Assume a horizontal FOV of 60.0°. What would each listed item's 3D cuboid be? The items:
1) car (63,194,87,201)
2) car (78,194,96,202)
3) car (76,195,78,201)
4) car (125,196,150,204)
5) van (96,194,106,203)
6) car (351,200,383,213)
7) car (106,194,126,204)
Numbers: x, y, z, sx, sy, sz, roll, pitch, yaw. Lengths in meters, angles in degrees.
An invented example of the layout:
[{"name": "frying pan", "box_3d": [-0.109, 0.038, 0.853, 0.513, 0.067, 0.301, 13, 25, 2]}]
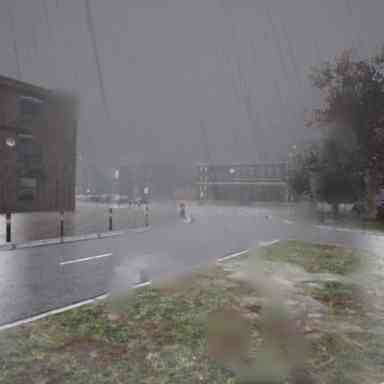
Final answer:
[{"name": "car", "box_3d": [-26.840, 1.327, 76.271, 2.231, 1.521, 4.892, 2, 0, 31]}, {"name": "car", "box_3d": [-22.070, 1.332, 73.415, 2.185, 1.767, 4.553, 2, 0, 31]}, {"name": "car", "box_3d": [-24.576, 1.388, 74.886, 2.097, 1.535, 5.008, 2, 0, 31]}, {"name": "car", "box_3d": [-10.319, 1.762, 66.228, 2.163, 1.488, 4.792, 1, -1, 31]}, {"name": "van", "box_3d": [-17.494, 1.351, 70.475, 1.878, 1.987, 4.442, 1, -1, 31]}, {"name": "car", "box_3d": [26.363, 2.128, 48.727, 5.566, 2.045, 2.150, 1, -2, 5]}, {"name": "car", "box_3d": [-14.933, 1.512, 69.095, 2.185, 1.767, 4.553, 1, -1, 31]}]
